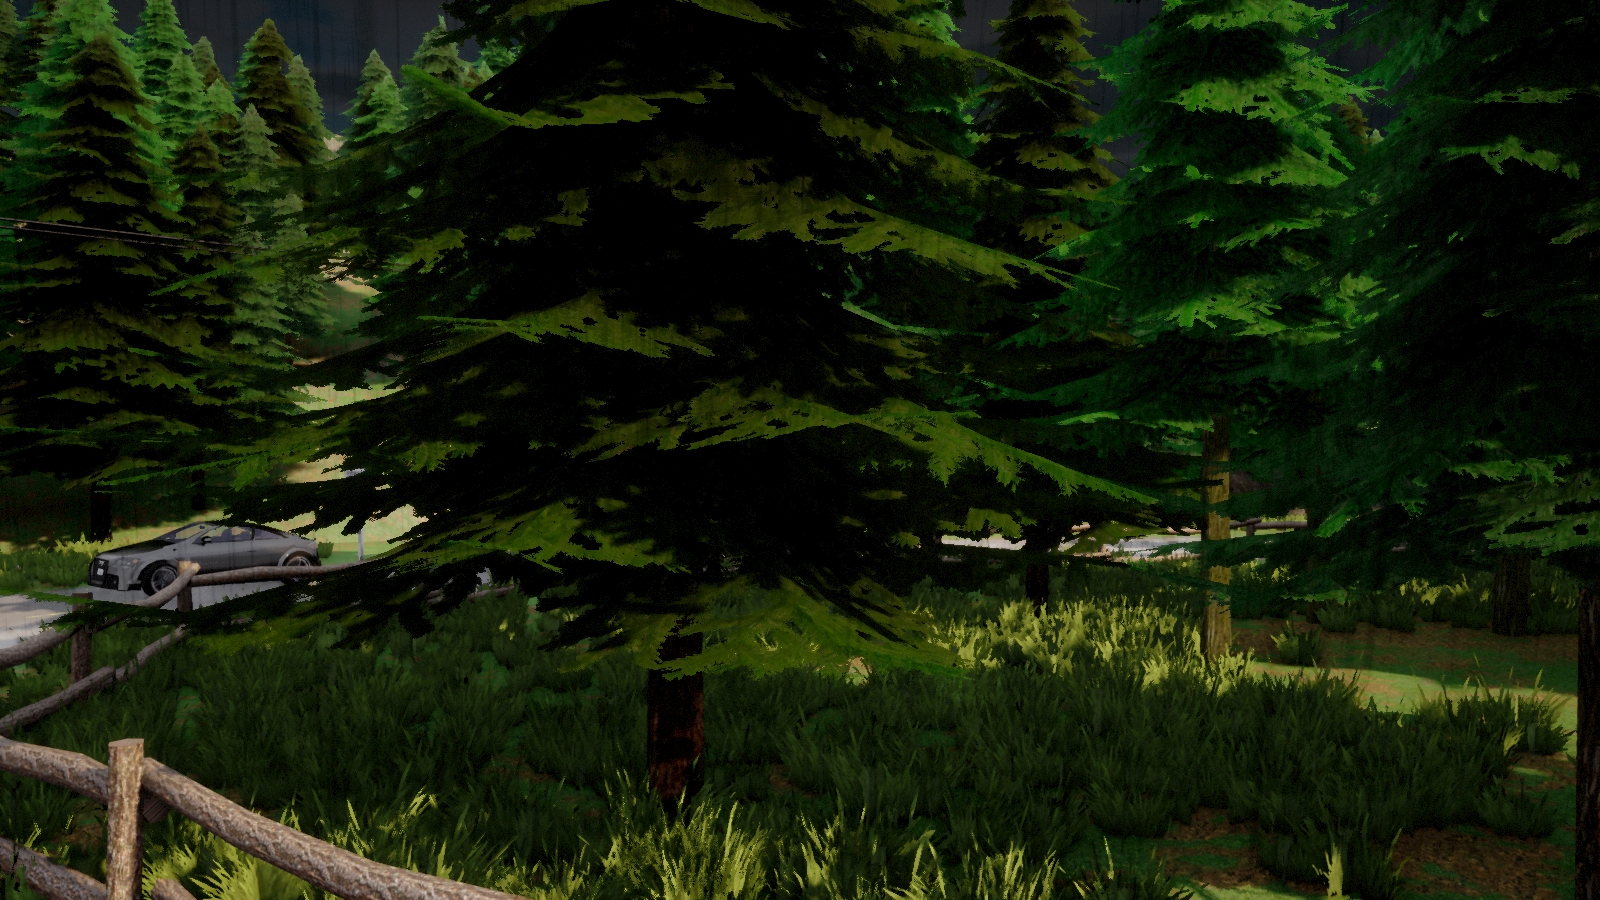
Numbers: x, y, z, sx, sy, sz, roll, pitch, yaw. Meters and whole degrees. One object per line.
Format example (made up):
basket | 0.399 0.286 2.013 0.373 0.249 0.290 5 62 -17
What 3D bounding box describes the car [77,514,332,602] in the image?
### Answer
car | -12.055 2.119 23.321 1.994 1.385 4.181 0 0 41
